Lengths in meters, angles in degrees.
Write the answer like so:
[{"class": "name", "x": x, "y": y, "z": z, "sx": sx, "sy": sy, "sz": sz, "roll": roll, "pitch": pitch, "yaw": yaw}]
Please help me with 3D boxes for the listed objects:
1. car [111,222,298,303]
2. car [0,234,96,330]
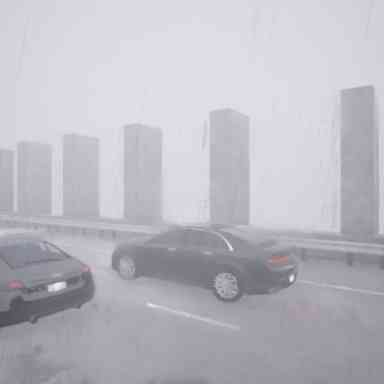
[{"class": "car", "x": 0.081, "y": 1.509, "z": 8.232, "sx": 4.892, "sy": 1.490, "sz": 1.837, "roll": 0, "pitch": 0, "yaw": 36}, {"class": "car", "x": -3.907, "y": 1.568, "z": 6.781, "sx": 4.181, "sy": 1.385, "sz": 1.994, "roll": 0, "pitch": 0, "yaw": 36}]
